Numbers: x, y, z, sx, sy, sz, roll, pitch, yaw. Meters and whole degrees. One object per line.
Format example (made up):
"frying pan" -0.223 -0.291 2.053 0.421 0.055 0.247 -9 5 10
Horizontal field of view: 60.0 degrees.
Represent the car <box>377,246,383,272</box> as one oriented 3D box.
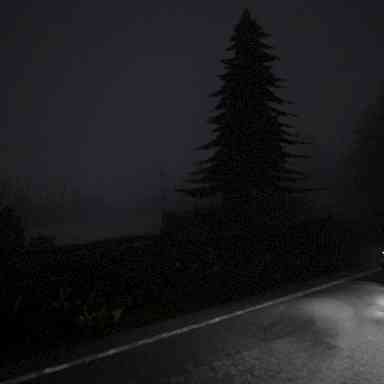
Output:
"car" 6.840 1.553 8.818 4.718 1.301 1.895 0 0 -38
